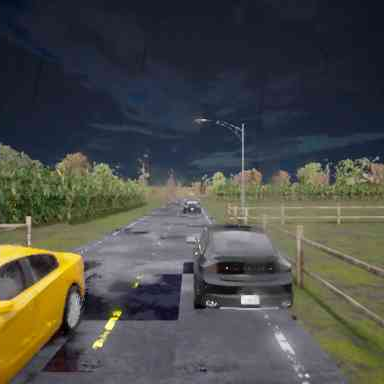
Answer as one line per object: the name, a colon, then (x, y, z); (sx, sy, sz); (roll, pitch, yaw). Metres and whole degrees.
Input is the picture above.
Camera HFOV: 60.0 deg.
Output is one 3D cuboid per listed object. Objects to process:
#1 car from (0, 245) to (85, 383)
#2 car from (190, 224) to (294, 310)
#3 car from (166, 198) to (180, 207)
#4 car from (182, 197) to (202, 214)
car: (-2.857, 1.482, 3.992); (1.882, 1.535, 5.008); (0, 0, 0)
car: (0.948, 1.514, 7.853); (1.837, 1.490, 4.892); (0, 0, 0)
car: (-2.837, 1.586, 50.916); (1.994, 1.385, 4.181); (0, 0, 0)
car: (0.018, 1.551, 35.573); (1.812, 1.442, 4.674); (0, 0, 0)
